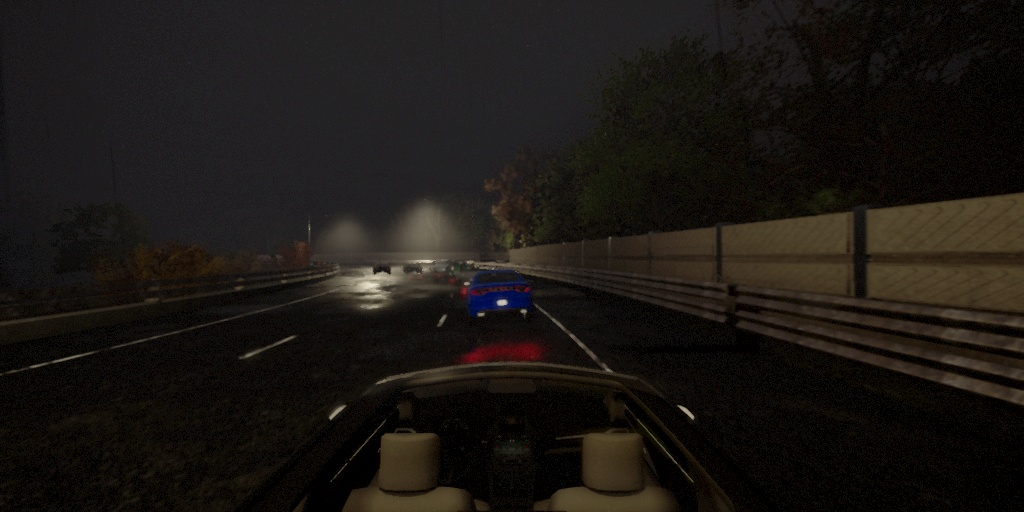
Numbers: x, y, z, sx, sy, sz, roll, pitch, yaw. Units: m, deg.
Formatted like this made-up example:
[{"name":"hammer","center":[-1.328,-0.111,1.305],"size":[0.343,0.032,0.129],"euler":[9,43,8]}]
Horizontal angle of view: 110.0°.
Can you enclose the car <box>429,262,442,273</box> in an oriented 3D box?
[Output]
[{"name":"car","center":[-9.370,1.426,46.220],"size":[1.812,1.442,4.674],"euler":[0,0,-24]}]

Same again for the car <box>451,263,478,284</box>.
[{"name":"car","center":[-3.465,1.431,28.428],"size":[1.895,1.301,4.718],"euler":[0,0,-14]}]

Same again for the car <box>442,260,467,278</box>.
[{"name":"car","center":[-5.433,1.208,35.886],"size":[2.097,1.767,4.553],"euler":[0,0,-18]}]

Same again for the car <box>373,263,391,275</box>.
[{"name":"car","center":[-15.730,1.527,43.265],"size":[1.895,1.301,4.718],"euler":[0,0,-23]}]

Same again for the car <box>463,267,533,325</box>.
[{"name":"car","center":[-0.553,1.215,12.039],"size":[1.882,1.535,5.008],"euler":[-3,-2,-7]}]

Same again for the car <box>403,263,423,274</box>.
[{"name":"car","center":[-12.232,1.511,44.006],"size":[1.895,1.301,4.718],"euler":[0,0,-23]}]
